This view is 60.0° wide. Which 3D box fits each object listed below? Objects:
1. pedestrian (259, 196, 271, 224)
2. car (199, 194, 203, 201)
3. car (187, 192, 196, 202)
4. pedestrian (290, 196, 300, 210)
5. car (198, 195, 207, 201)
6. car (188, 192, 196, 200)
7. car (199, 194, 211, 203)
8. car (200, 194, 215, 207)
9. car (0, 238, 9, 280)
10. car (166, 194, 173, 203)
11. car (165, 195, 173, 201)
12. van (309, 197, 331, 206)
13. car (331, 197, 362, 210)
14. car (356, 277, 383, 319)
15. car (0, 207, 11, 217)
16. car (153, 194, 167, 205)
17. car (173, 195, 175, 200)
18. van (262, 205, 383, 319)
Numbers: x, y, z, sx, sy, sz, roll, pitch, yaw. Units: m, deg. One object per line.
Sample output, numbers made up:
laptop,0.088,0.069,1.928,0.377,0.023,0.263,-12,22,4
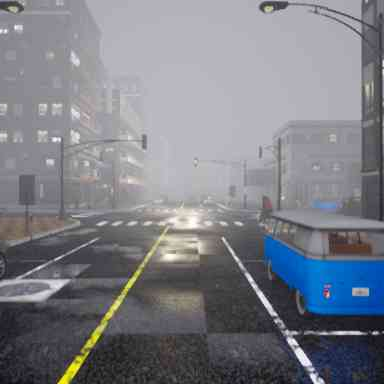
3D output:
pedestrian,4.627,1.129,21.181,0.375,1.860,0.375,0,0,0
car,2.654,1.577,62.952,1.802,1.307,4.206,0,0,0
car,-0.048,1.364,78.648,2.097,1.767,4.553,0,0,0
pedestrian,6.817,1.135,21.781,0.375,1.860,0.375,0,0,0
car,2.640,1.567,85.108,2.008,1.369,4.403,0,0,0
car,-0.054,1.135,88.711,2.150,2.045,5.566,0,0,0
car,2.651,1.314,68.491,2.192,1.841,5.009,0,0,0
car,2.661,1.515,52.043,1.752,1.417,4.829,0,0,0
car,-5.692,1.561,7.107,1.947,1.339,4.313,0,0,0
car,-5.729,1.314,68.485,2.192,1.841,5.009,0,0,0
car,-5.740,1.541,84.932,1.752,1.417,4.829,0,0,0
van,14.877,1.393,36.365,3.998,1.788,1.690,0,0,0
car,14.905,1.333,27.986,5.009,1.841,2.192,0,0,0
car,2.659,1.581,1.397,1.802,1.307,4.206,0,0,0
car,-17.483,1.509,27.885,4.206,1.307,1.802,0,0,0
car,-5.723,1.518,57.236,1.752,1.417,4.829,0,0,0
car,-5.737,1.560,79.563,2.008,1.369,4.403,0,0,0
van,2.656,1.336,7.086,1.690,1.788,3.998,0,0,0
